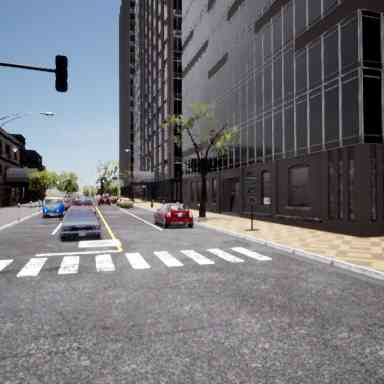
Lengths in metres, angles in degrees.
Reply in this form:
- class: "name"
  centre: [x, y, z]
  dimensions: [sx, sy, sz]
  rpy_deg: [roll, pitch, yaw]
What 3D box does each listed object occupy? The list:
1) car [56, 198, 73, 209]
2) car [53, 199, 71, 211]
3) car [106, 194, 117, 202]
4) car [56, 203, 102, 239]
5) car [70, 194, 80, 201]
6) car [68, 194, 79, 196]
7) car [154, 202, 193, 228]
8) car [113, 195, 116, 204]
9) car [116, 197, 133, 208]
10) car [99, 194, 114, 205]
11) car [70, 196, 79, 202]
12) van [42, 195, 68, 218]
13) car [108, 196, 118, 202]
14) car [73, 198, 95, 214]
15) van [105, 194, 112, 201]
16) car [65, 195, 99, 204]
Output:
- class: "car"
  centre: [-17.608, 1.595, 46.234]
  dimensions: [1.947, 1.339, 4.313]
  rpy_deg: [1, 0, -17]
- class: "car"
  centre: [-15.951, 1.608, 40.953]
  dimensions: [1.802, 1.307, 4.206]
  rpy_deg: [1, 0, -17]
- class: "car"
  centre: [-19.551, 1.368, 80.418]
  dimensions: [2.192, 1.841, 5.009]
  rpy_deg: [1, 0, -17]
- class: "car"
  centre: [-5.974, 1.558, 17.707]
  dimensions: [2.033, 1.411, 5.357]
  rpy_deg: [0, 0, -21]
- class: "car"
  centre: [-29.207, 1.369, 83.198]
  dimensions: [2.192, 1.841, 5.009]
  rpy_deg: [1, 0, -17]
- class: "car"
  centre: [-20.919, 1.351, 56.796]
  dimensions: [2.192, 1.841, 5.009]
  rpy_deg: [1, 0, -17]
- class: "car"
  centre: [-1.319, 1.455, 22.328]
  dimensions: [1.967, 1.590, 4.097]
  rpy_deg: [1, 0, -17]
- class: "car"
  centre: [-11.316, 1.561, 54.175]
  dimensions: [1.752, 1.417, 4.829]
  rpy_deg: [1, 0, -17]
- class: "car"
  centre: [-9.659, 1.558, 48.895]
  dimensions: [1.752, 1.417, 4.829]
  rpy_deg: [1, 0, -17]
- class: "car"
  centre: [-15.132, 1.389, 57.310]
  dimensions: [2.097, 1.767, 4.553]
  rpy_deg: [0, 0, -17]
- class: "car"
  centre: [-27.502, 1.575, 77.755]
  dimensions: [1.752, 1.417, 4.829]
  rpy_deg: [1, 0, -17]
- class: "van"
  centre: [-12.632, 1.360, 30.394]
  dimensions: [1.690, 1.788, 3.998]
  rpy_deg: [1, 0, -17]
- class: "car"
  centre: [-17.947, 1.575, 75.298]
  dimensions: [1.752, 1.417, 4.829]
  rpy_deg: [1, 0, -17]
- class: "car"
  centre: [-11.992, 1.515, 37.069]
  dimensions: [2.128, 1.511, 4.902]
  rpy_deg: [0, 0, -17]
- class: "van"
  centre: [-22.866, 1.401, 90.979]
  dimensions: [1.690, 1.788, 3.998]
  rpy_deg: [1, 0, -17]
- class: "car"
  centre: [-8.912, 1.369, 27.160]
  dimensions: [2.097, 1.767, 4.553]
  rpy_deg: [0, 0, -17]
